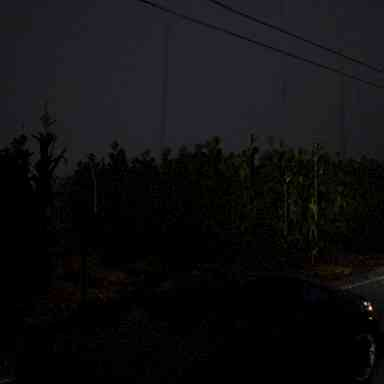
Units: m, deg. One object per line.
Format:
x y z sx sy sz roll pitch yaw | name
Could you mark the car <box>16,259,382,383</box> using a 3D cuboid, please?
0.293 1.564 3.855 4.181 1.385 1.994 0 0 -33 | car
